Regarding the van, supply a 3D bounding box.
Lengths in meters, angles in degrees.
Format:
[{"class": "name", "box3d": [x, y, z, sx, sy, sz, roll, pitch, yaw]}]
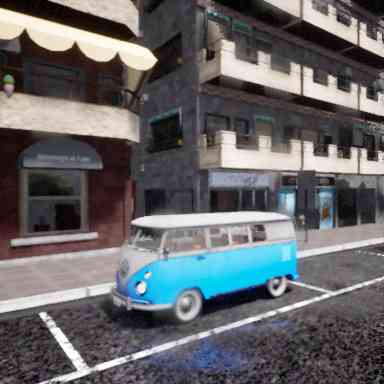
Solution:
[{"class": "van", "box3d": [0.435, 1.338, 6.882, 3.998, 1.788, 1.690, 0, 0, -36]}]
